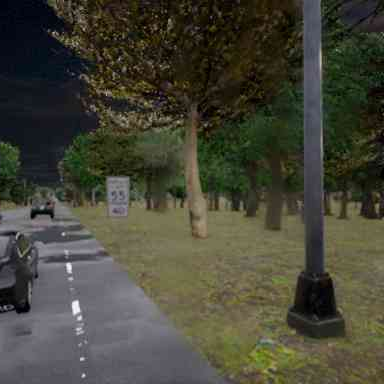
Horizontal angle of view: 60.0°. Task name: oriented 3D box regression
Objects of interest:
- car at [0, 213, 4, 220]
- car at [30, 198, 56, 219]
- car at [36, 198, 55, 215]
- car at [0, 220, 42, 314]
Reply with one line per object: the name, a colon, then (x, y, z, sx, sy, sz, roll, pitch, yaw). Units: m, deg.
car: (-15.585, 1.981, 25.094, 1.895, 1.301, 4.718, 0, -1, -22)
car: (-15.762, 1.718, 35.194, 2.150, 2.045, 5.566, 0, -1, -22)
car: (-19.857, 1.890, 45.161, 2.150, 2.045, 5.566, 0, -1, -22)
car: (-4.522, 1.596, 7.411, 1.837, 1.490, 4.892, 0, -1, -22)
